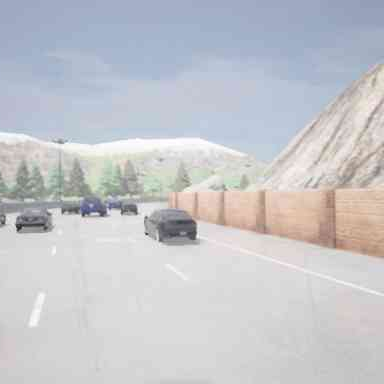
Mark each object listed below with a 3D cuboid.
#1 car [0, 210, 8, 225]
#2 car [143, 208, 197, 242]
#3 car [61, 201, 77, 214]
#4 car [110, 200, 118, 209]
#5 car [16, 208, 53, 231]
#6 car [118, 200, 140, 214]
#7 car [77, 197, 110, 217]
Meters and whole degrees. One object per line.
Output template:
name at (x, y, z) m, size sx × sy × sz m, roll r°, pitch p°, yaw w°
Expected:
car at (-14.799, 1.793, 24.065) m, size 1.812 × 1.442 × 4.674 m, roll 0°, pitch 0°, yaw -18°
car at (-1.246, 1.613, 17.121) m, size 1.837 × 1.490 × 4.892 m, roll 0°, pitch 0°, yaw -20°
car at (-14.373, 1.850, 40.299) m, size 2.128 × 1.511 × 4.902 m, roll 0°, pitch 0°, yaw -5°
car at (-10.987, 1.857, 49.169) m, size 1.882 × 1.535 × 5.008 m, roll -1°, pitch 0°, yaw 4°
car at (-10.740, 1.772, 22.819) m, size 2.033 × 1.411 × 5.357 m, roll 0°, pitch 0°, yaw -19°
car at (-7.257, 1.794, 38.909) m, size 1.837 × 1.490 × 4.892 m, roll -1°, pitch 0°, yaw -8°
car at (-10.305, 1.515, 35.242) m, size 2.150 × 2.045 × 5.566 m, roll 0°, pitch 0°, yaw -9°
